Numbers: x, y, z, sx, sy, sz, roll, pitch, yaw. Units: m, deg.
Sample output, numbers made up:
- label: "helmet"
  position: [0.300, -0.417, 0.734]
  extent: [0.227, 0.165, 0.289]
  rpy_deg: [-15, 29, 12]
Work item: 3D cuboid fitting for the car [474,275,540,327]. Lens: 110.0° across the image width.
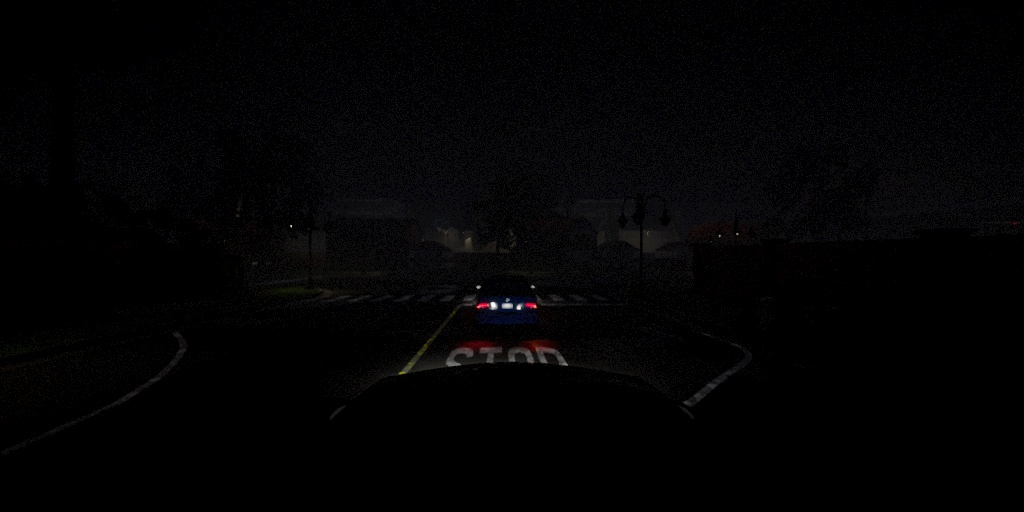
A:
- label: "car"
  position: [-0.192, 1.317, 11.579]
  extent: [2.033, 1.411, 5.357]
  rpy_deg: [0, 0, -2]
